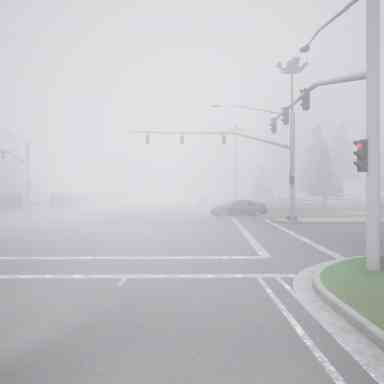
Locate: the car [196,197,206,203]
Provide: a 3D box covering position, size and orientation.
[{"bbox_3d":[1.823,1.601,68.281,1.895,1.301,4.718,0,0,0],"label":"car"}]

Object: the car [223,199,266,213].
[{"bbox_3d":[5.875,1.525,37.021,4.674,1.442,1.812,0,0,13],"label":"car"}]

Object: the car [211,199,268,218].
[{"bbox_3d":[4.115,1.491,29.050,4.902,1.511,2.128,0,0,-1],"label":"car"}]

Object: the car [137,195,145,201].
[{"bbox_3d":[-12.228,1.478,81.223,1.882,1.535,5.008,0,0,0],"label":"car"}]

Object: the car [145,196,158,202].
[{"bbox_3d":[-8.752,1.595,75.009,1.895,1.301,4.718,0,0,0],"label":"car"}]

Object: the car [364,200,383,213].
[{"bbox_3d":[21.126,1.564,36.256,4.181,1.385,1.994,0,0,-1],"label":"car"}]
